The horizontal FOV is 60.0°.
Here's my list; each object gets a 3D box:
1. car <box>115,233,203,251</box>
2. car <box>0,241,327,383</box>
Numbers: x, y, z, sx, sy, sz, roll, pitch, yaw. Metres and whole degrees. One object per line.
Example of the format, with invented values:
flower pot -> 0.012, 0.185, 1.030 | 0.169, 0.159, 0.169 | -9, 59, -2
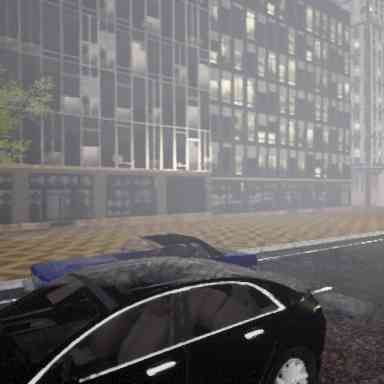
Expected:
car -> -0.888, 1.613, 7.029 | 4.718, 1.301, 1.895 | 0, 0, -35
car -> -0.685, 1.510, 3.186 | 4.892, 1.490, 1.837 | 0, 0, -35
